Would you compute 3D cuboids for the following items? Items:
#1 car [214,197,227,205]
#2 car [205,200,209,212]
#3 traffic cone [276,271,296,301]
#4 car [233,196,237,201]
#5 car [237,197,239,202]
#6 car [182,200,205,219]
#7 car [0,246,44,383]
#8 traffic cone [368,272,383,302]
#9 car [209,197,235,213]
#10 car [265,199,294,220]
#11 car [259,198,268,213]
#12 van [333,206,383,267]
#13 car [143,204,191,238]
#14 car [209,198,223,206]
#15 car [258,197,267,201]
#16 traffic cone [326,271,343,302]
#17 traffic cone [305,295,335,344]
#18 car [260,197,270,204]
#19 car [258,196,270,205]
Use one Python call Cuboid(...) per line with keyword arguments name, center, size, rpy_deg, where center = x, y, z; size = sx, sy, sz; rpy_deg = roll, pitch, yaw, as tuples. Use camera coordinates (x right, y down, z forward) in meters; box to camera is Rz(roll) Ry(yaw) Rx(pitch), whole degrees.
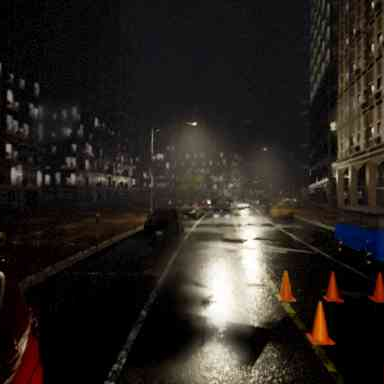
Cuboid(name="car", center=(5.299, 1.663, 62.279), size=(1.752, 1.417, 4.829), rpy_deg=(2, 0, 13))
Cuboid(name="car", center=(1.210, 1.637, 40.498), size=(1.802, 1.307, 4.206), rpy_deg=(2, 0, 9))
Cuboid(name="traffic cone", center=(2.012, 1.986, 7.141), size=(0.340, 0.580, 0.340), rpy_deg=(1, 0, 1))
Cuboid(name="car", center=(7.929, 1.739, 73.089), size=(2.008, 1.369, 4.403), rpy_deg=(2, 0, 15))
Cuboid(name="car", center=(10.857, 1.796, 83.502), size=(2.008, 1.369, 4.403), rpy_deg=(1, 0, 16))
Cuboid(name="car", center=(-0.280, 1.590, 29.250), size=(1.947, 1.339, 4.313), rpy_deg=(2, 0, 6))
Cuboid(name="car", center=(-2.204, 1.288, 0.740), size=(2.192, 1.841, 5.009), rpy_deg=(2, 0, 1))
Cuboid(name="traffic cone", center=(4.011, 2.010, 7.107), size=(0.340, 0.580, 0.340), rpy_deg=(1, 0, 1))
Cuboid(name="car", center=(3.496, 1.622, 38.147), size=(2.033, 1.411, 5.357), rpy_deg=(1, 0, 8))
Cuboid(name="car", center=(7.786, 1.636, 29.200), size=(1.752, 1.417, 4.829), rpy_deg=(2, 0, 7))
Cuboid(name="car", center=(8.496, 1.688, 34.832), size=(1.947, 1.339, 4.313), rpy_deg=(2, 0, 8))
Cuboid(name="van", center=(6.241, 1.425, 11.396), size=(1.690, 1.788, 3.998), rpy_deg=(2, 0, 4))
Cuboid(name="car", center=(-1.364, 1.566, 17.901), size=(1.947, 1.339, 4.313), rpy_deg=(2, 0, 4))
Cuboid(name="car", center=(4.173, 1.681, 57.071), size=(1.947, 1.339, 4.313), rpy_deg=(2, 0, 11))
Cuboid(name="car", center=(12.479, 1.757, 57.607), size=(1.947, 1.339, 4.313), rpy_deg=(2, 0, 12))
Cuboid(name="traffic cone", center=(3.011, 1.998, 7.124), size=(0.340, 0.580, 0.340), rpy_deg=(1, 0, 1))
Cuboid(name="traffic cone", center=(1.978, 1.984, 5.141), size=(0.340, 0.580, 0.340), rpy_deg=(1, 0, 1))
Cuboid(name="car", center=(15.061, 1.781, 68.639), size=(1.887, 1.381, 4.507), rpy_deg=(2, 0, 15))
Cuboid(name="car", center=(13.728, 1.653, 63.156), size=(1.967, 1.590, 4.097), rpy_deg=(2, 0, 14))
